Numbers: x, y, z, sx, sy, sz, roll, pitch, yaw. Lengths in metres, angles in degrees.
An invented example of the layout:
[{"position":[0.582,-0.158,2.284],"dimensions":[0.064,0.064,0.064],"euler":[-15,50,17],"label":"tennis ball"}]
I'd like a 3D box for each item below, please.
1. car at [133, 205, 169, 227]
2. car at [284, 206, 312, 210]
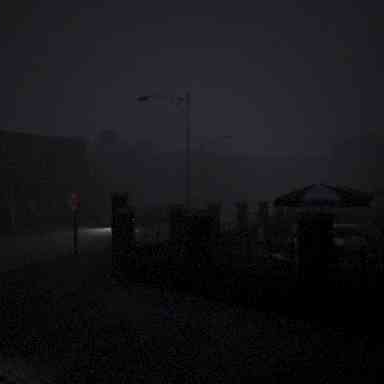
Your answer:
[{"position":[-2.906,1.703,24.527],"dimensions":[2.033,1.411,5.357],"euler":[-1,0,37],"label":"car"},{"position":[14.412,1.685,44.616],"dimensions":[5.357,1.411,2.033],"euler":[0,0,-14],"label":"car"}]
